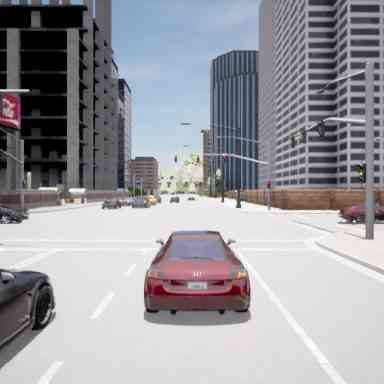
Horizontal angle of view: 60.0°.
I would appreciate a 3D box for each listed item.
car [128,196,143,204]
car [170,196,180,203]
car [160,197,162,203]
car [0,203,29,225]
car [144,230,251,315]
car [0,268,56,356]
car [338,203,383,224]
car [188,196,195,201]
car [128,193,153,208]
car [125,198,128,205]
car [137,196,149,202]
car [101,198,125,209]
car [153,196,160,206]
[{"bbox_3d":[-10.612,1.549,62.730,1.994,1.385,4.181,0,0,0],"label":"car"},{"bbox_3d":[-3.511,1.475,69.680,2.128,1.511,4.902,0,0,0],"label":"car"},{"bbox_3d":[-7.106,1.489,66.552,1.837,1.490,4.892,0,0,0],"label":"car"},{"bbox_3d":[-14.217,1.501,23.654,4.892,1.490,1.837,-1,0,0],"label":"car"},{"bbox_3d":[0.089,1.562,7.660,1.994,1.385,4.181,0,0,0],"label":"car"},{"bbox_3d":[-3.413,1.563,4.244,1.994,1.385,4.181,0,0,0],"label":"car"},{"bbox_3d":[12.942,1.520,23.856,4.674,1.442,1.812,0,0,-1],"label":"car"},{"bbox_3d":[-0.135,1.575,84.240,1.895,1.301,4.718,0,0,0],"label":"car"},{"bbox_3d":[-7.159,1.341,47.018,2.097,1.767,4.553,0,0,0],"label":"car"},{"bbox_3d":[-10.637,1.588,53.583,1.895,1.301,4.718,0,0,0],"label":"car"},{"bbox_3d":[-10.616,1.535,72.725,1.994,1.385,4.181,0,0,0],"label":"car"},{"bbox_3d":[-10.662,1.515,44.475,1.812,1.442,4.674,0,0,0],"label":"car"},{"bbox_3d":[-7.120,1.464,56.354,1.882,1.535,5.008,0,0,0],"label":"car"}]
